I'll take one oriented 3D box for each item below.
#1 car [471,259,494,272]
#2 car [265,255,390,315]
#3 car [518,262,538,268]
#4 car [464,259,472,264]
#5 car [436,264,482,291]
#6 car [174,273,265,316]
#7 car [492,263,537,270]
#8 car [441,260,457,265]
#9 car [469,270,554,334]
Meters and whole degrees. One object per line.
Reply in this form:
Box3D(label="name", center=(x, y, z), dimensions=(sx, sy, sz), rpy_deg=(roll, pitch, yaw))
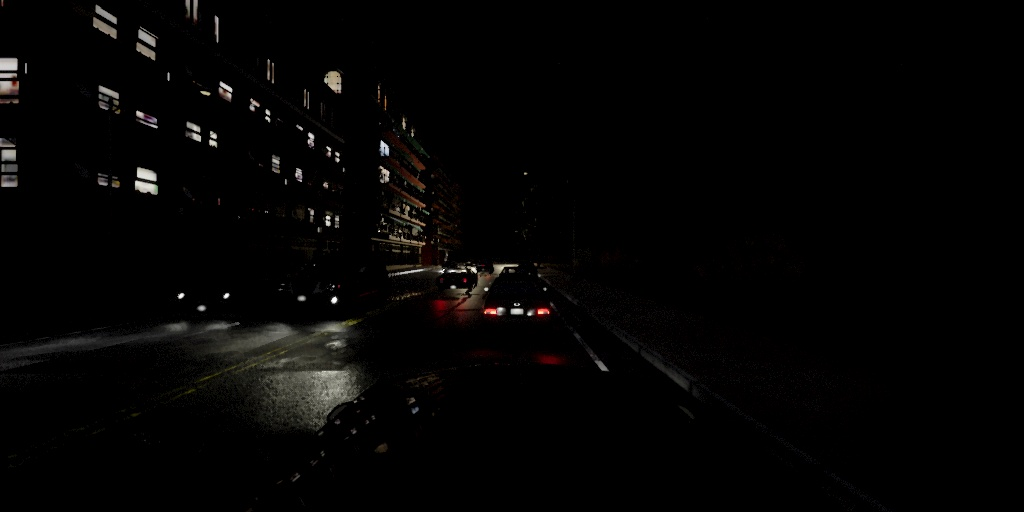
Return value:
Box3D(label="car", center=(-3.115, 1.244, 41.469), dimensions=(2.128, 1.511, 4.902), rpy_deg=(0, 0, 0))
Box3D(label="car", center=(-6.589, 0.973, 14.004), dimensions=(2.150, 2.045, 5.566), rpy_deg=(0, 0, 0))
Box3D(label="car", center=(1.163, 1.258, 30.722), dimensions=(1.837, 1.490, 4.892), rpy_deg=(0, 0, 0))
Box3D(label="car", center=(-6.538, 1.255, 57.508), dimensions=(1.837, 1.490, 4.892), rpy_deg=(0, 0, 0))
Box3D(label="car", center=(-3.133, 1.353, 21.449), dimensions=(1.895, 1.301, 4.718), rpy_deg=(0, 0, 0))
Box3D(label="car", center=(-9.839, 1.352, 13.591), dimensions=(1.895, 1.301, 4.718), rpy_deg=(0, 0, 0))
Box3D(label="car", center=(0.116, 1.300, 20.955), dimensions=(2.033, 1.411, 5.357), rpy_deg=(0, 0, 0))
Box3D(label="car", center=(-9.794, 1.351, 55.963), dimensions=(1.895, 1.301, 4.718), rpy_deg=(0, 0, 0))
Box3D(label="car", center=(0.110, 1.299, 10.593), dimensions=(2.033, 1.411, 5.357), rpy_deg=(0, 0, 0))
